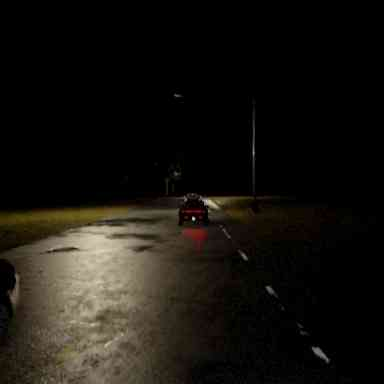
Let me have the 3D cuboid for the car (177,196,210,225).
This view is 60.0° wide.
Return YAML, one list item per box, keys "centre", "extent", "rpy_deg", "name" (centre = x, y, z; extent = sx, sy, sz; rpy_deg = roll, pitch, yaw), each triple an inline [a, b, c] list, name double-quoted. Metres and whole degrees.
- centre: [0.095, 1.290, 22.164]
  extent: [1.837, 1.490, 4.892]
  rpy_deg: [0, 1, 0]
  name: "car"

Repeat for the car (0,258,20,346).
- centre: [-3.594, 1.471, 3.190]
  extent: [2.128, 1.511, 4.902]
  rpy_deg: [0, 0, 0]
  name: "car"

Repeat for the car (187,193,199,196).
- centre: [0.100, 0.930, 39.598]
  extent: [2.097, 1.767, 4.553]
  rpy_deg: [0, 1, 0]
  name: "car"
